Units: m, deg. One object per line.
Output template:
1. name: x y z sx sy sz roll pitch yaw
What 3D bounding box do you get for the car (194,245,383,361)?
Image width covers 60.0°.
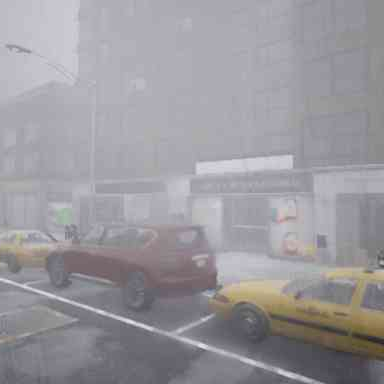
1. car: 2.535 1.774 5.264 4.829 1.417 1.752 -1 -3 38

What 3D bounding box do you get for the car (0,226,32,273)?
1. car: -6.220 1.920 12.000 4.829 1.417 1.752 -1 -3 38

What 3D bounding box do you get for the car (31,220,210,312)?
1. car: -1.704 1.635 8.536 5.009 1.841 2.192 -1 -3 38
